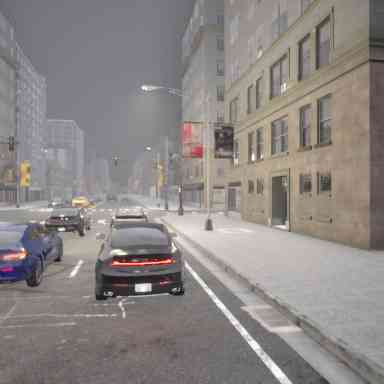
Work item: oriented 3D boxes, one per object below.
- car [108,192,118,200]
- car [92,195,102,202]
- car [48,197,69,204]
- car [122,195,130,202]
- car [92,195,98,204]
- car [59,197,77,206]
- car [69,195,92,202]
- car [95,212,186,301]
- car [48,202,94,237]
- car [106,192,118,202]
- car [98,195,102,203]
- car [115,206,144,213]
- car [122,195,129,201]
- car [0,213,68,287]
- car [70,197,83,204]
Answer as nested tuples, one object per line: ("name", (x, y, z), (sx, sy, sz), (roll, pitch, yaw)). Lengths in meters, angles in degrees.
("car", (-20.852, 1.115, 87.980), (2.150, 2.045, 5.566), (0, 0, -11))
("car", (-22.056, 1.497, 77.531), (1.837, 1.490, 4.892), (0, 0, -11))
("car", (-19.583, 1.510, 48.176), (2.128, 1.511, 4.902), (0, 0, -14))
("car", (-15.928, 1.617, 80.021), (1.895, 1.301, 4.718), (0, 0, -11))
("car", (-18.175, 1.373, 58.038), (2.097, 1.767, 4.553), (0, 0, -12))
("car", (-21.436, 1.568, 57.745), (2.033, 1.411, 5.357), (0, 0, -11))
("car", (-16.371, 1.496, 48.952), (1.882, 1.535, 5.008), (0, 0, -11))
("car", (-1.368, 1.506, 8.470), (1.837, 1.490, 4.892), (0, 0, -11))
("car", (-6.606, 1.509, 17.998), (1.837, 1.490, 4.892), (0, 0, -11))
("car", (-18.788, 1.243, 77.767), (2.150, 2.045, 5.566), (0, 0, -11))
("car", (-20.059, 1.574, 67.648), (1.994, 1.385, 4.181), (0, 0, -11))
("car", (-3.311, 1.495, 17.591), (2.128, 1.511, 4.902), (0, 0, -11))
("car", (-17.906, 1.499, 89.816), (1.882, 1.535, 5.008), (0, 0, -11))
("car", (-4.793, 1.527, 9.032), (1.812, 1.442, 4.674), (0, 0, -11))
("car", (-23.362, 1.617, 67.586), (1.895, 1.301, 4.718), (0, 0, -11))
